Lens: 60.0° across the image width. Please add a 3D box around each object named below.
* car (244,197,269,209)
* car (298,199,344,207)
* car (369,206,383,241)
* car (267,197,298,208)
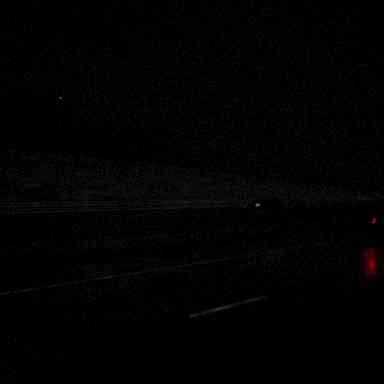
[{"bbox_3d":[7.632,1.354,35.307,4.553,1.767,2.097,0,0,-36],"label":"car"},{"bbox_3d":[11.998,1.508,29.830,4.892,1.490,1.837,0,0,-36],"label":"car"},{"bbox_3d":[10.201,1.352,15.320,4.553,1.767,2.097,0,0,-35],"label":"car"},{"bbox_3d":[10.062,1.494,32.750,4.902,1.511,2.128,0,0,-36],"label":"car"}]
